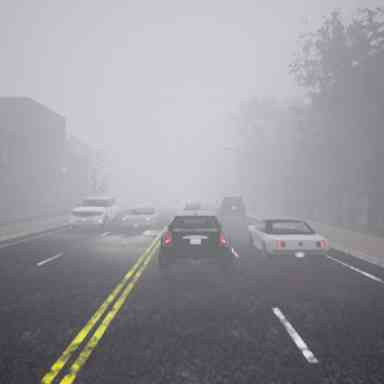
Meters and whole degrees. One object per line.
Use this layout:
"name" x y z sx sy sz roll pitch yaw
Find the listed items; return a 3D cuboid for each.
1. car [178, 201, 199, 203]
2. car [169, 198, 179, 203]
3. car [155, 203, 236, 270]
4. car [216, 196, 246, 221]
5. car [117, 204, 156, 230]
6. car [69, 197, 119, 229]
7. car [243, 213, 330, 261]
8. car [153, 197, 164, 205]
"car" 0.104 1.658 29.935 2.128 1.511 4.902 0 0 0
"car" -3.267 1.910 63.238 1.994 1.385 4.181 0 0 1
"car" 0.101 1.416 11.410 2.097 1.767 4.553 0 0 0
"car" 3.354 1.384 29.252 2.150 2.045 5.566 0 0 0
"car" -3.348 1.724 22.112 1.895 1.301 4.718 0 0 0
"car" -6.597 1.350 23.152 2.150 2.045 5.566 0 0 0
"car" 3.352 1.671 12.544 1.895 1.301 4.718 0 0 0
"car" -6.507 1.861 65.341 1.837 1.490 4.892 0 0 0
